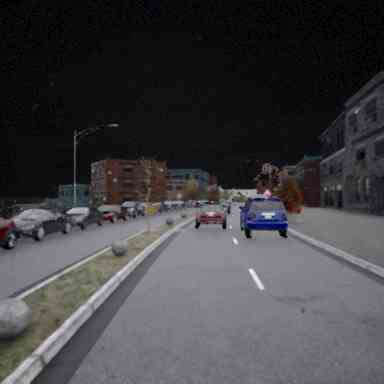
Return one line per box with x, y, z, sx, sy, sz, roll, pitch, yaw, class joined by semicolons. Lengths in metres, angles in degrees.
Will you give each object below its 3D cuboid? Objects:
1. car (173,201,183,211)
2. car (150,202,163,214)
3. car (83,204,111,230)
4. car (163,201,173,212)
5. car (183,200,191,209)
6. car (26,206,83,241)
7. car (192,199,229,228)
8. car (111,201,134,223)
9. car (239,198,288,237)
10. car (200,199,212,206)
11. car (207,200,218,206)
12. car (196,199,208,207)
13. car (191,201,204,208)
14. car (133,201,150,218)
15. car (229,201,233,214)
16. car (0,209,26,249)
-3.416;2.091;50.372;2.231;1.521;4.892;0;-1;12;car
-5.405;1.919;39.457;2.097;1.535;5.008;0;-1;10;car
-7.512;1.708;22.821;2.002;1.452;4.674;0;-1;6;car
-4.469;2.042;44.924;2.002;1.452;4.674;0;-1;11;car
-2.267;2.196;55.770;2.231;1.521;4.892;0;-1;12;car
-7.967;1.589;17.420;2.231;1.521;4.892;0;-1;5;car
1.471;1.573;24.216;2.097;1.767;4.553;0;-1;6;car
-6.931;1.780;28.310;2.163;1.488;4.792;0;-1;7;car
3.966;1.369;19.013;2.150;2.045;5.566;0;-1;5;car
3.526;2.669;82.784;2.185;1.767;4.553;0;-1;12;car
5.834;3.054;93.550;2.231;1.521;4.892;0;-1;12;car
2.368;2.546;77.387;2.185;1.767;4.553;0;-1;12;car
1.178;2.588;71.835;2.002;1.452;4.674;0;-1;12;car
-6.220;1.711;33.995;2.185;1.767;4.553;0;-1;9;car
3.984;1.996;42.141;1.837;1.490;4.892;0;-1;10;car
-8.313;1.399;11.797;2.185;1.767;4.553;0;-1;3;car
